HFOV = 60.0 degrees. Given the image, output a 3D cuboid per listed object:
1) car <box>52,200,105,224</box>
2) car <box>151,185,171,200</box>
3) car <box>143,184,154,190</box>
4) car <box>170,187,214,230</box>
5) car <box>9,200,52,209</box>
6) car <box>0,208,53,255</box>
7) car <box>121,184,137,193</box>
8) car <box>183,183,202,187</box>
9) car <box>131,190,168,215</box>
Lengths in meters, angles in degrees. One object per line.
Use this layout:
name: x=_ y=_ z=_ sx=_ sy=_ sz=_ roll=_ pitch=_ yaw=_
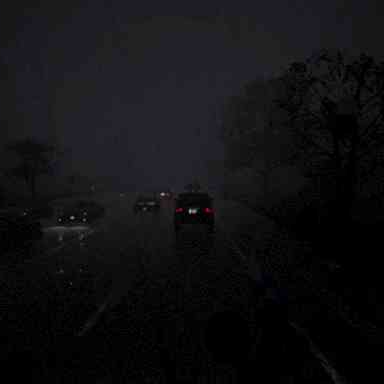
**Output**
car: x=-7.005 y=1.211 z=21.433 sx=1.994 sy=1.385 sz=4.181 roll=0 pitch=3 yaw=0
car: x=-3.404 y=0.214 z=40.818 sx=2.033 sy=1.411 sz=5.357 roll=0 pitch=3 yaw=0
car: x=-7.053 y=-0.572 z=55.893 sx=1.812 sy=1.442 sz=4.674 roll=0 pitch=3 yaw=1
car: x=0.101 y=0.958 z=19.627 sx=2.150 sy=2.045 sz=5.566 roll=0 pitch=3 yaw=0
car: x=-10.511 y=1.215 z=21.335 sx=1.994 sy=1.385 sz=4.181 roll=0 pitch=3 yaw=0
car: x=-7.039 y=1.527 z=11.405 sx=2.033 sy=1.411 sz=5.357 roll=0 pitch=1 yaw=1
car: x=-10.553 y=-0.619 z=55.874 sx=1.882 sy=1.535 sz=5.008 roll=0 pitch=3 yaw=1
car: x=0.101 y=-0.127 z=41.113 sx=2.150 sy=2.045 sz=5.566 roll=0 pitch=3 yaw=0
car: x=-3.399 y=0.891 z=26.338 sx=2.128 sy=1.511 sz=4.902 roll=0 pitch=3 yaw=0
